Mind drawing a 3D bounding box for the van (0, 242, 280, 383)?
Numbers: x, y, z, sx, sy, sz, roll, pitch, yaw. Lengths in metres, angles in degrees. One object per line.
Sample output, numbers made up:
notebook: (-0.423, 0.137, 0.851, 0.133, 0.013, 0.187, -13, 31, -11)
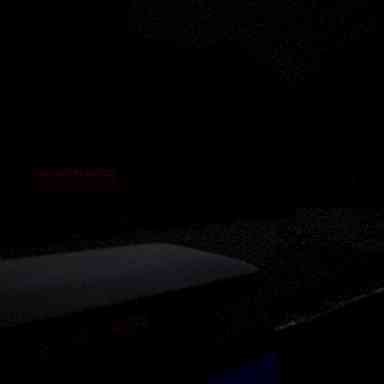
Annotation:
van: (-1.269, 1.342, 1.910, 3.998, 1.788, 1.690, -1, 1, -35)
